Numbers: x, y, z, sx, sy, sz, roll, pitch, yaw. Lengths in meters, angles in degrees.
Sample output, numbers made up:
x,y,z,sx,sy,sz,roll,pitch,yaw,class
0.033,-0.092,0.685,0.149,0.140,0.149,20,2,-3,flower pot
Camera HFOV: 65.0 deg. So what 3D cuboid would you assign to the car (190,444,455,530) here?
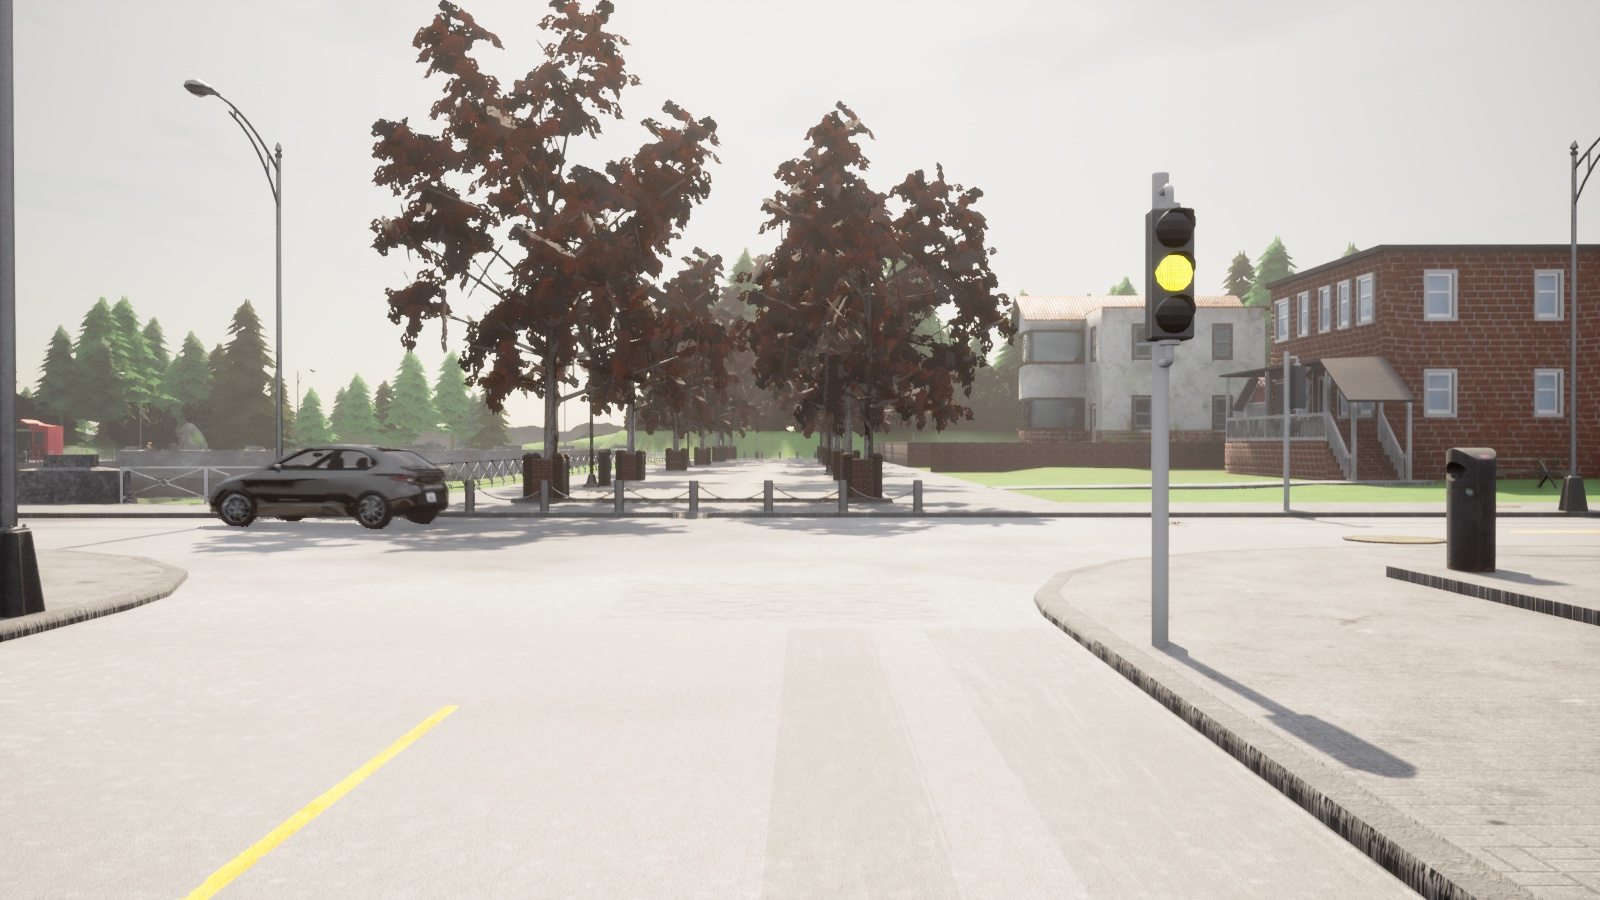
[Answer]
x,y,z,sx,sy,sz,roll,pitch,yaw,class
-8.600,0.623,22.728,4.193,1.474,1.816,0,0,14,car
